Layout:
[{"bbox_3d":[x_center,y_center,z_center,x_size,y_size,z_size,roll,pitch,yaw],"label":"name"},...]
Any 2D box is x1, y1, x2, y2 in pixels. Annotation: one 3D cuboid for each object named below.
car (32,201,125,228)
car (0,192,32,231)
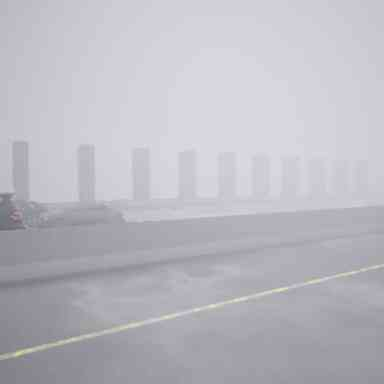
[{"bbox_3d":[-5.576,1.203,16.921,4.181,1.385,1.994,-1,2,-32],"label":"car"},{"bbox_3d":[-8.621,1.025,11.013,5.566,2.045,2.150,-1,1,-32],"label":"car"}]
